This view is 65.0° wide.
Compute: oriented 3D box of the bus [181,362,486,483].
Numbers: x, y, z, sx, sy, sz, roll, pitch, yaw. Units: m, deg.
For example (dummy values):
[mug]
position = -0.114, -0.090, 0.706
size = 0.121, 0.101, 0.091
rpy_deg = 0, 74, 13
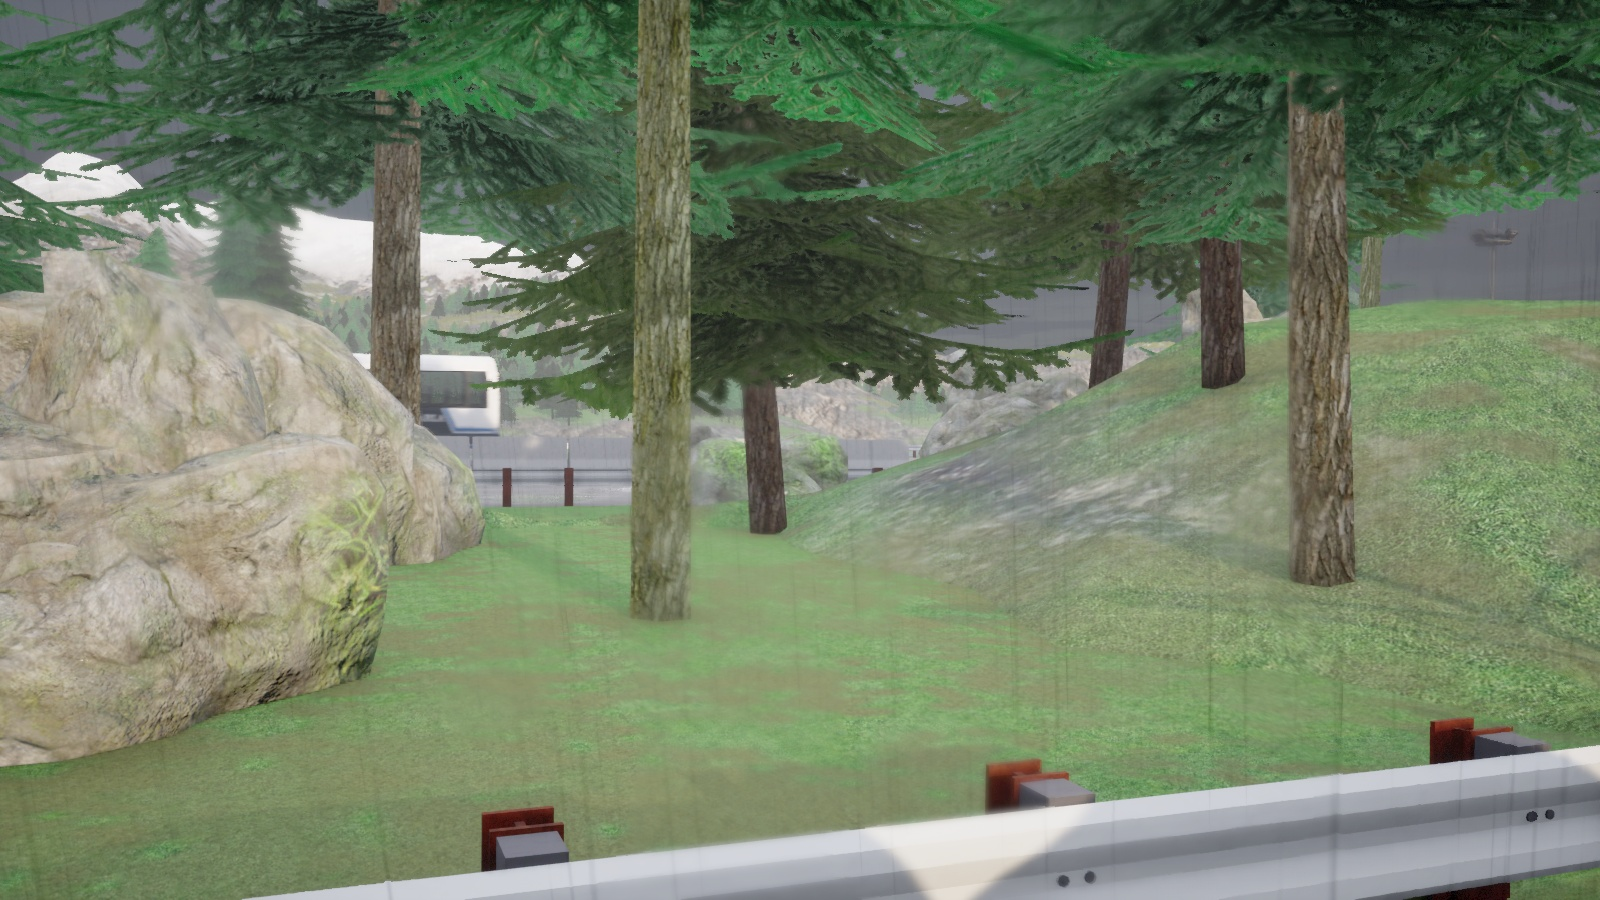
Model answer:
[bus]
position = -17.304, -1.157, 47.395
size = 10.273, 4.253, 3.944
rpy_deg = -1, 3, -18
